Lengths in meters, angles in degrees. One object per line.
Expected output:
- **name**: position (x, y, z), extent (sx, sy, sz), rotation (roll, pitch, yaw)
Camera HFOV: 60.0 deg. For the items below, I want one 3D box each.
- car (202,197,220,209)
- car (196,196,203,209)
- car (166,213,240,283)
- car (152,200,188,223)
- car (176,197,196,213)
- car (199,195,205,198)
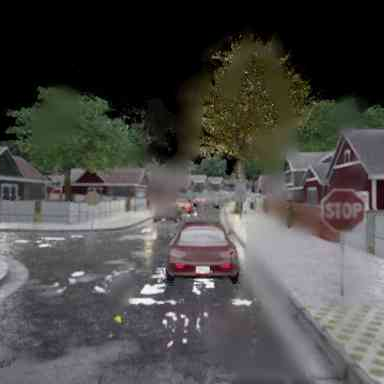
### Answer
- **car**: position (2.882, 1.657, 46.327), extent (1.895, 1.301, 4.718), rotation (0, 0, 6)
- **car**: position (0.027, 1.659, 47.065), extent (1.895, 1.301, 4.718), rotation (0, 0, 7)
- **car**: position (0.299, 1.577, 9.737), extent (1.812, 1.442, 4.674), rotation (0, 0, 1)
- **car**: position (-1.857, 1.643, 27.037), extent (2.033, 1.411, 5.357), rotation (0, 0, 5)
- **car**: position (-1.030, 1.433, 36.895), extent (2.097, 1.767, 4.553), rotation (0, 0, 5)
- **car**: position (1.348, 1.384, 57.067), extent (2.097, 1.767, 4.553), rotation (0, 0, 8)
